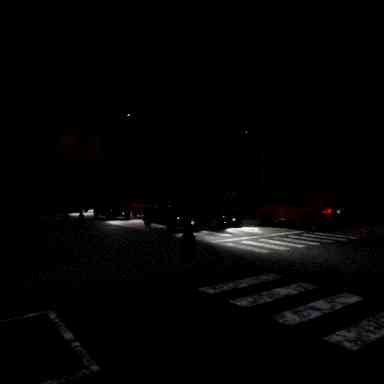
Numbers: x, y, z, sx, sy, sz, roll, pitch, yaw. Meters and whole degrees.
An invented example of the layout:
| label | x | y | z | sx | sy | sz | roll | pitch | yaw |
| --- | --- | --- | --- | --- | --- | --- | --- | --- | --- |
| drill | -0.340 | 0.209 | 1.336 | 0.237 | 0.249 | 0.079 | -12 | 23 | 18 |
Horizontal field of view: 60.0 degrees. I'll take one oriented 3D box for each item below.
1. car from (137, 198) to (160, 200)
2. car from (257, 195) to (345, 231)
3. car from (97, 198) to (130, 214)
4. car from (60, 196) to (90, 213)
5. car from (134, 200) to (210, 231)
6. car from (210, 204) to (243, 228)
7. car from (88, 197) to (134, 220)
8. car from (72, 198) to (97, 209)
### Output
| label | x | y | z | sx | sy | sz | roll | pitch | yaw |
| --- | --- | --- | --- | --- | --- | --- | --- | --- | --- |
| car | -3.540 | 1.312 | 29.248 | 2.097 | 1.767 | 4.553 | 0 | 0 | -36 |
| car | 6.689 | 1.197 | 20.923 | 2.150 | 2.045 | 5.566 | 0 | 0 | -36 |
| car | -8.669 | 1.473 | 36.404 | 1.812 | 1.442 | 4.674 | 0 | 0 | -36 |
| car | -13.118 | 1.494 | 37.009 | 2.033 | 1.411 | 5.357 | 0 | 0 | -36 |
| car | -1.407 | 1.469 | 20.706 | 2.128 | 1.511 | 4.902 | 0 | 0 | -36 |
| car | 1.446 | 1.537 | 22.303 | 1.994 | 1.385 | 4.181 | 0 | 0 | -36 |
| car | -6.898 | 1.467 | 28.352 | 1.837 | 1.490 | 4.892 | 0 | 0 | -36 |
| car | -14.430 | 1.533 | 44.475 | 1.895 | 1.301 | 4.718 | 0 | 0 | -35 |
